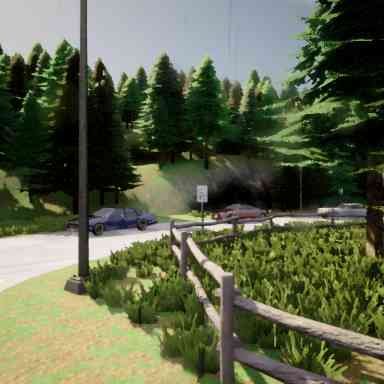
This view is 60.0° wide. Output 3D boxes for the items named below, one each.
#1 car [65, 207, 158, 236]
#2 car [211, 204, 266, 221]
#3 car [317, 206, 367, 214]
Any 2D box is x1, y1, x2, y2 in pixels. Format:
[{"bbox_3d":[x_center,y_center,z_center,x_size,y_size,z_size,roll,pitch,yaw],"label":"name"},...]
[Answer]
[{"bbox_3d":[-4.400,1.574,19.122,2.033,1.411,5.357,0,0,41],"label":"car"},{"bbox_3d":[3.550,1.591,25.152,4.181,1.385,1.994,0,0,-26],"label":"car"},{"bbox_3d":[13.073,1.628,28.034,4.718,1.301,1.895,0,0,-6],"label":"car"}]
